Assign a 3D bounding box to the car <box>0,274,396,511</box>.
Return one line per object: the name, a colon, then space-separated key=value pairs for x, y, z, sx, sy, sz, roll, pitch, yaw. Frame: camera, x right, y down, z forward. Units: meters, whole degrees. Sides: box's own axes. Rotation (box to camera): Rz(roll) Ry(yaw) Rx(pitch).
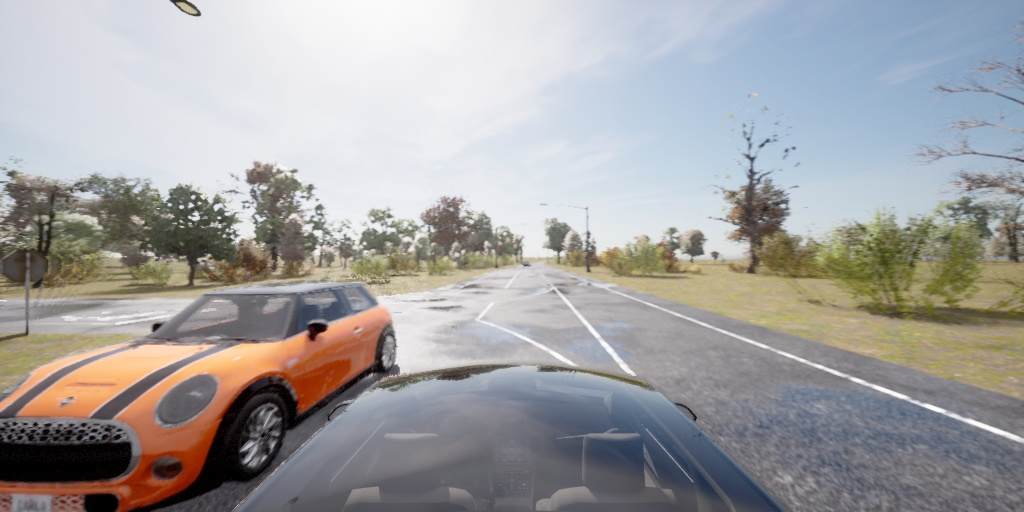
car: x=-3.274 y=1.170 z=4.765 sx=2.097 sy=1.767 sz=4.553 roll=-1 pitch=-1 yaw=3
